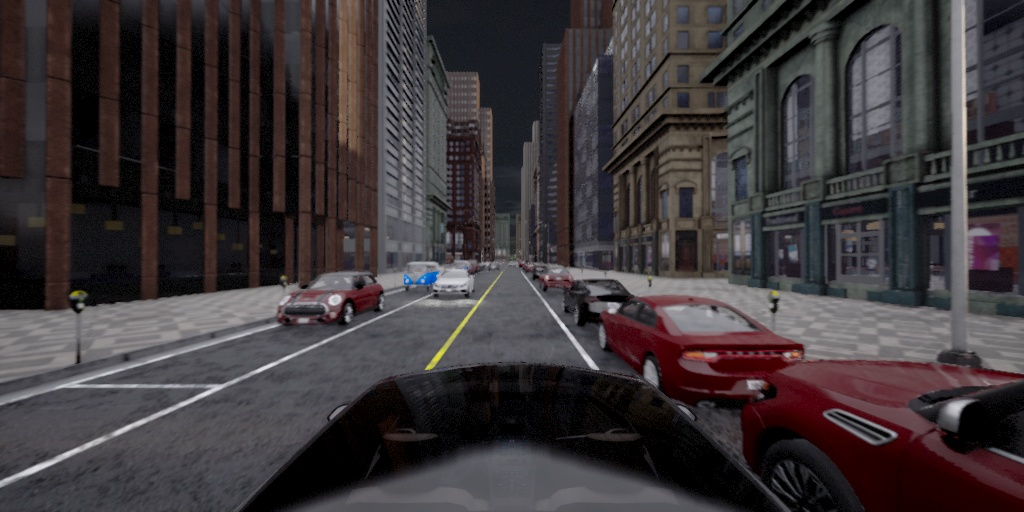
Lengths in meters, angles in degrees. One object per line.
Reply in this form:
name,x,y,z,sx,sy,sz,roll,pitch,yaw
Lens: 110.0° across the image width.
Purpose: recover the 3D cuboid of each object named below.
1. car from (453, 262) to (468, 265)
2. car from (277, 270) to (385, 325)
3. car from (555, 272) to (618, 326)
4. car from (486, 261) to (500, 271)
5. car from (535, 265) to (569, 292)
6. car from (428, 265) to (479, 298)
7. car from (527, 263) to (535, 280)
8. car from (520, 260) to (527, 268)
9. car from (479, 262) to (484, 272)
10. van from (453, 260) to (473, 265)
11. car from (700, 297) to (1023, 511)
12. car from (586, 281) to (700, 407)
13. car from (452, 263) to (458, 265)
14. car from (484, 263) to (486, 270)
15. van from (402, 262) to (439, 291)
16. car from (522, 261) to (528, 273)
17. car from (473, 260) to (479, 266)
car,-5.751,1.576,34.439,2.007,1.370,4.403,0,0,0
car,-5.758,1.275,11.894,1.967,1.591,4.097,0,0,0
car,2.767,1.401,11.900,1.948,1.339,4.313,0,0,0
car,-3.026,1.744,60.323,2.128,1.511,4.902,0,-1,1
car,2.770,1.369,23.171,1.967,1.591,4.097,0,0,0
car,-3.093,1.427,19.902,1.812,1.442,4.674,0,0,0
car,2.774,1.591,34.443,1.948,1.339,4.313,0,0,0
car,2.783,1.855,62.624,1.802,1.307,4.207,0,0,0
car,-5.746,1.488,51.349,2.192,1.841,5.009,0,0,0
van,-5.749,1.415,40.076,1.690,1.789,3.998,0,0,0
car,2.763,1.056,0.628,2.192,1.841,5.009,0,0,0
car,2.765,1.333,6.264,1.888,1.381,4.507,0,0,0
car,-5.753,1.502,28.633,1.751,1.417,4.829,0,0,0
car,-5.744,1.789,56.985,1.948,1.339,4.313,0,0,0
van,-5.755,1.270,23.167,1.690,1.789,3.998,0,0,0
car,2.780,1.755,51.352,1.802,1.307,4.207,0,0,0
car,-5.747,1.564,45.712,1.967,1.591,4.097,0,0,0
